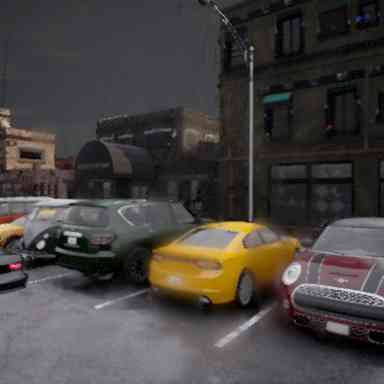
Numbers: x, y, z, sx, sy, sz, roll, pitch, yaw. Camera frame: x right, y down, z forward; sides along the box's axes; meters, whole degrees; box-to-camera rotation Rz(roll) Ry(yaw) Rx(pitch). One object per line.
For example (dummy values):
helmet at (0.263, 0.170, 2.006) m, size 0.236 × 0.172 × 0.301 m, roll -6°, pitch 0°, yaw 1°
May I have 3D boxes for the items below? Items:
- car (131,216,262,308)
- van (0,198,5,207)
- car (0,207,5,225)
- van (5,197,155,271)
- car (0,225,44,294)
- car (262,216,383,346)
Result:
car at (1.116, 1.474, 8.153) m, size 2.097 × 1.535 × 5.008 m, roll 0°, pitch 0°, yaw 36°
van at (-7.894, 1.228, 14.732) m, size 1.878 × 1.987 × 4.442 m, roll 0°, pitch 0°, yaw 36°
car at (-5.713, 1.459, 13.040) m, size 2.097 × 1.535 × 5.008 m, roll 0°, pitch 0°, yaw 36°
van at (-3.539, 1.239, 11.338) m, size 1.878 × 1.987 × 4.442 m, roll 0°, pitch 0°, yaw 36°
car at (-5.870, 1.533, 7.575) m, size 5.357 × 1.411 × 2.033 m, roll 0°, pitch 0°, yaw 36°
car at (3.382, 1.353, 6.581) m, size 2.185 × 1.767 × 4.553 m, roll 0°, pitch 0°, yaw 36°
